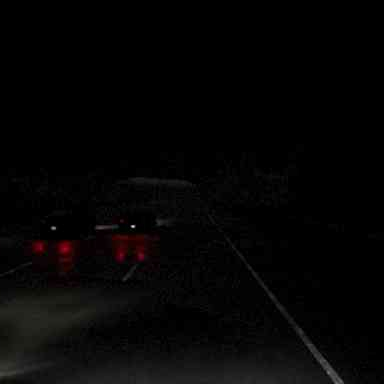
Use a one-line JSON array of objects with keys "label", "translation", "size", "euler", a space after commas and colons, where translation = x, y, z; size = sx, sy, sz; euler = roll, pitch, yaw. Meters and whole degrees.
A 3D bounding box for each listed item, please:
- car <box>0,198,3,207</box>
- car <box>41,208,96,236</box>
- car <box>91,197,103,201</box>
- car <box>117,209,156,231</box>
[{"label": "car", "translation": [-21.088, 1.387, 32.990], "size": [2.150, 2.045, 5.566], "euler": [0, 0, 0]}, {"label": "car", "translation": [-6.897, 1.621, 18.889], "size": [1.812, 1.442, 4.674], "euler": [0, 0, 0]}, {"label": "car", "translation": [-20.993, 1.883, 73.576], "size": [1.812, 1.442, 4.674], "euler": [0, 0, 0]}, {"label": "car", "translation": [-3.398, 1.709, 21.427], "size": [1.895, 1.301, 4.718], "euler": [0, 0, 0]}]
